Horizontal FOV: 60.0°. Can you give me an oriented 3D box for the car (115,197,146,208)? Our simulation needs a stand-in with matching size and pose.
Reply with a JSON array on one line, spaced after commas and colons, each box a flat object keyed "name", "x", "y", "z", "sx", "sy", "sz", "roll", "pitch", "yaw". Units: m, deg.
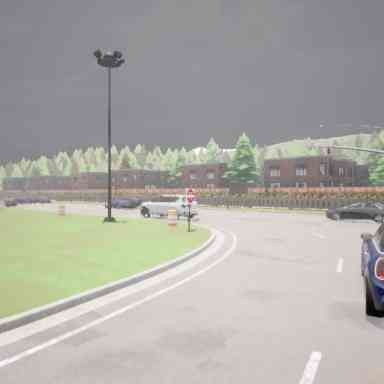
[{"name": "car", "x": -8.892, "y": 1.505, "z": 47.793, "sx": 4.892, "sy": 1.490, "sz": 1.837, "roll": 0, "pitch": 0, "yaw": 41}]

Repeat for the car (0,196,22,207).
[{"name": "car", "x": -28.596, "y": 1.547, "z": 50.895, "sx": 5.357, "sy": 1.411, "sz": 2.033, "roll": 0, "pitch": 0, "yaw": 41}]

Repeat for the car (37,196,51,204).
[{"name": "car", "x": -29.705, "y": 1.557, "z": 65.616, "sx": 4.181, "sy": 1.385, "sz": 1.994, "roll": 0, "pitch": 0, "yaw": 41}]

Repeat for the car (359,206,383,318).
[{"name": "car", "x": 4.808, "y": 1.352, "z": 7.061, "sx": 2.097, "sy": 1.767, "sz": 4.553, "roll": 0, "pitch": 0, "yaw": 26}]

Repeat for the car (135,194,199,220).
[{"name": "car", "x": -1.964, "y": 1.223, "z": 27.976, "sx": 5.566, "sy": 2.045, "sz": 2.150, "roll": 0, "pitch": 0, "yaw": 41}]

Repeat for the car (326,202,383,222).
[{"name": "car", "x": 12.565, "y": 1.491, "z": 24.708, "sx": 4.902, "sy": 1.511, "sz": 2.128, "roll": 0, "pitch": 0, "yaw": 41}]

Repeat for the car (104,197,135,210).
[{"name": "car", "x": -9.831, "y": 1.564, "z": 43.980, "sx": 4.181, "sy": 1.385, "sz": 1.994, "roll": 0, "pitch": 0, "yaw": 41}]

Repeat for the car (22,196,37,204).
[{"name": "car", "x": -32.185, "y": 1.499, "z": 63.186, "sx": 4.902, "sy": 1.511, "sz": 2.128, "roll": 0, "pitch": 0, "yaw": 41}]
